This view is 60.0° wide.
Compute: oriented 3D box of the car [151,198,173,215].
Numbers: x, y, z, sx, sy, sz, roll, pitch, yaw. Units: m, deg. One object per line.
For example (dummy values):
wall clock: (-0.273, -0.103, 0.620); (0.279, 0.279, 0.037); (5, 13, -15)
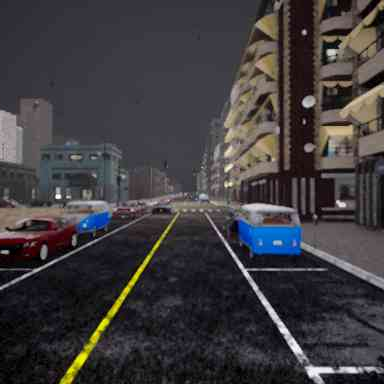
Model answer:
car: (-3.038, 1.640, 34.548); (1.994, 1.385, 4.181); (0, 0, 0)

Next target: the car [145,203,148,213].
car: (-5.647, 1.621, 34.887); (1.887, 1.381, 4.507); (1, 0, 0)

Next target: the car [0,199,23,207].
car: (-30.679, 1.891, 55.350); (4.206, 1.307, 1.802); (0, -1, 1)

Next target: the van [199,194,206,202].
van: (2.703, 1.477, 84.150); (1.690, 1.788, 3.998); (1, 0, 0)

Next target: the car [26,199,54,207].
car: (-25.200, 1.849, 55.276); (4.313, 1.339, 1.947); (0, -1, 1)

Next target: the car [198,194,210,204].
car: (2.700, 1.671, 67.408); (2.008, 1.369, 4.403); (1, 0, 0)

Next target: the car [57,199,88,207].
car: (-19.718, 1.808, 55.201); (4.403, 1.369, 2.008); (0, -1, 1)

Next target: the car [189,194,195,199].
car: (-0.002, 1.526, 92.315); (1.994, 1.385, 4.181); (0, 0, 0)

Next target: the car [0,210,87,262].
car: (-5.647, 1.575, 12.304); (1.887, 1.381, 4.507); (1, 0, 0)

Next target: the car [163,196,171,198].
car: (-5.681, 1.708, 72.951); (1.802, 1.307, 4.206); (1, 0, 0)

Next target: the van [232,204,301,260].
van: (2.704, 1.372, 12.338); (1.690, 1.788, 3.998); (1, 0, 0)

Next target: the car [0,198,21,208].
car: (-26.378, 1.587, 46.655); (4.097, 1.590, 1.967); (0, -1, 1)

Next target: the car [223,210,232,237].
car: (2.700, 1.609, 17.983); (1.947, 1.339, 4.313); (1, 0, 0)

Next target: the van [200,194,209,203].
van: (2.703, 1.467, 72.987); (1.690, 1.788, 3.998); (1, 0, 0)

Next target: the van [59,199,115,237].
van: (-5.644, 1.384, 17.950); (1.690, 1.788, 3.998); (1, 0, 0)

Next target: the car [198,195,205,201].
car: (2.700, 1.668, 95.480); (1.752, 1.417, 4.829); (1, 0, 0)

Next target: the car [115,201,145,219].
car: (-5.645, 1.506, 29.242); (1.967, 1.590, 4.097); (1, 0, 0)

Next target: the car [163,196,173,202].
car: (-5.680, 1.676, 78.532); (1.887, 1.381, 4.507); (1, 0, 0)
